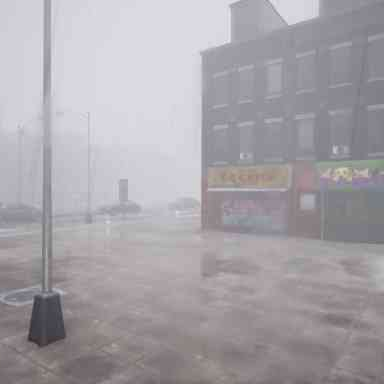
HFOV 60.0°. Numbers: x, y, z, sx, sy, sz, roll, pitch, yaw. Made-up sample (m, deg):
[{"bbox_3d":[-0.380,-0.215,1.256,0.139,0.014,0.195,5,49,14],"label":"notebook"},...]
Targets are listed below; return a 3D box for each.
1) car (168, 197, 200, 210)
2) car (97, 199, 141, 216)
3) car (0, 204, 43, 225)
[{"bbox_3d":[-0.912,1.378,40.200,1.837,1.490,4.892,0,0,36],"label":"car"},{"bbox_3d":[-6.866,1.435,31.784,1.812,1.442,4.674,0,0,35],"label":"car"},{"bbox_3d":[-12.736,1.512,23.470,1.994,1.385,4.181,0,0,36],"label":"car"}]
